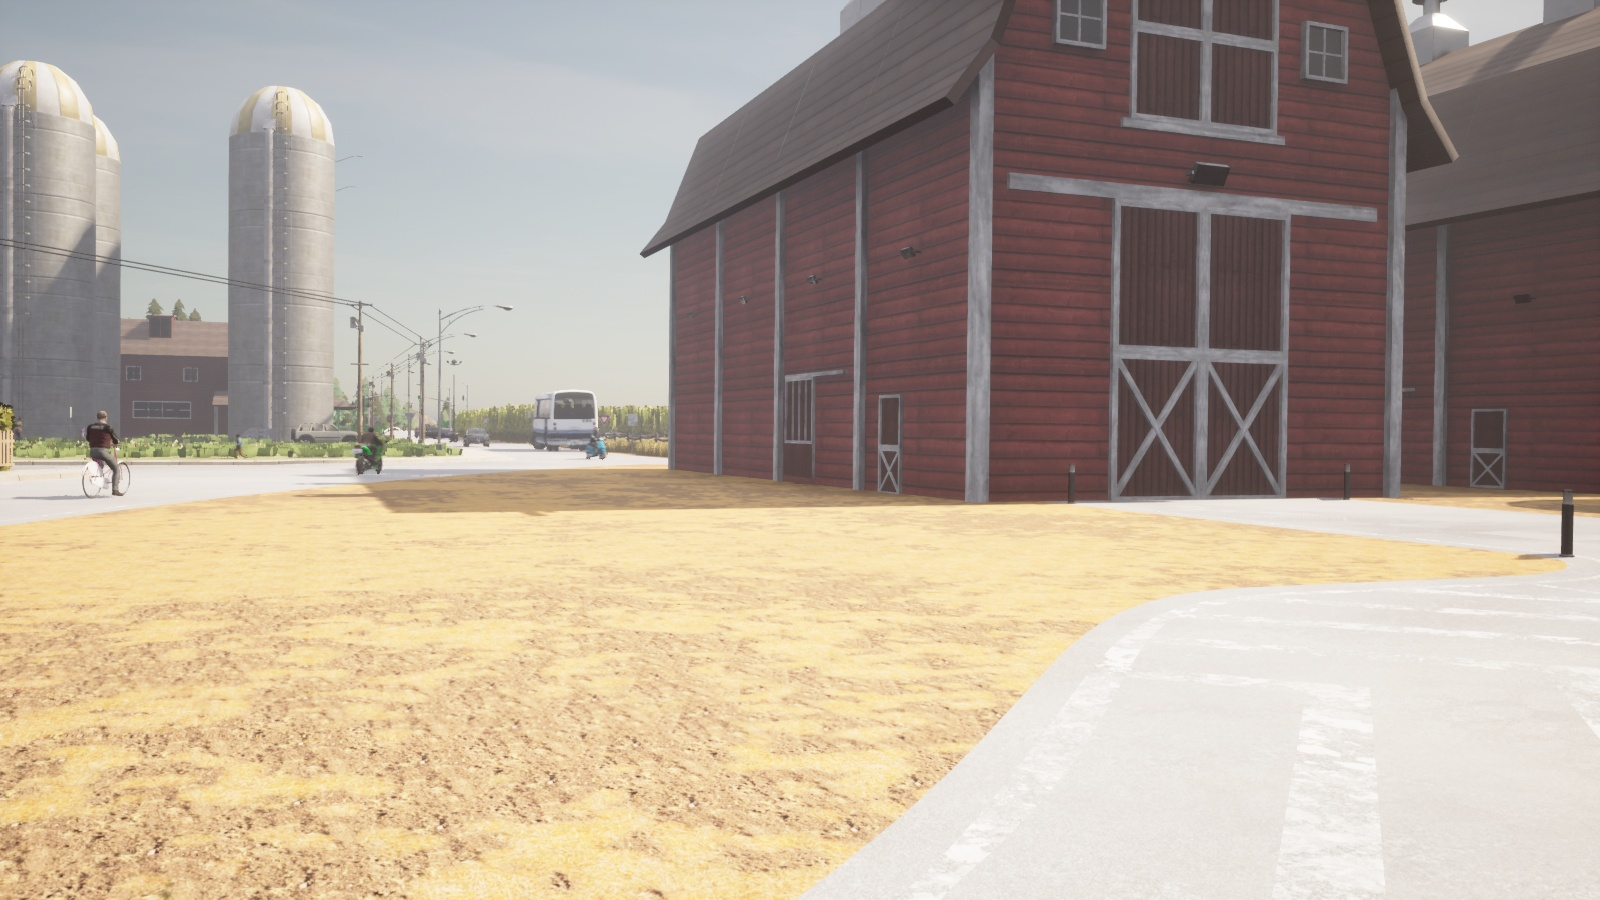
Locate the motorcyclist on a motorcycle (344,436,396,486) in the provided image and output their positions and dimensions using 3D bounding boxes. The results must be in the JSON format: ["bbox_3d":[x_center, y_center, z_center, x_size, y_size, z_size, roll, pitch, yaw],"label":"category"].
[{"bbox_3d":[-13.463,0.324,39.376,0.797,1.523,2.044,-2,1,3],"label":"motorcyclist on a motorcycle"}]

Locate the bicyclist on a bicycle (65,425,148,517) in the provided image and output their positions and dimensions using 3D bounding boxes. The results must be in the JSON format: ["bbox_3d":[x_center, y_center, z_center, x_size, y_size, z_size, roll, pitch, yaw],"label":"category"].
[{"bbox_3d":[-14.063,0.395,25.512,0.659,1.776,1.843,-1,1,-1],"label":"bicyclist on a bicycle"}]

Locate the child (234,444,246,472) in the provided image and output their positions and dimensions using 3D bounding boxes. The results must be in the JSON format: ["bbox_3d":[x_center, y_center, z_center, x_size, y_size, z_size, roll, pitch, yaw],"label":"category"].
[{"bbox_3d":[-23.785,0.342,53.323,0.448,1.192,0.343,-1,1,-28],"label":"child"}]

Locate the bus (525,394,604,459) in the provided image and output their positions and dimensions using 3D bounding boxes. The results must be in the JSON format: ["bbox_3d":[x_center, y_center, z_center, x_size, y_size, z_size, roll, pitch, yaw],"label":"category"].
[{"bbox_3d":[-17.044,-1.725,90.122,3.944,4.253,10.273,-2,2,-19],"label":"bus"}]

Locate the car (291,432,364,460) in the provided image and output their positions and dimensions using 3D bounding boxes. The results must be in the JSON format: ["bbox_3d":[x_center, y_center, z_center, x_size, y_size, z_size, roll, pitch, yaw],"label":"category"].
[{"bbox_3d":[-32.601,-0.303,86.657,4.605,1.855,1.932,-1,1,-22],"label":"car"}]

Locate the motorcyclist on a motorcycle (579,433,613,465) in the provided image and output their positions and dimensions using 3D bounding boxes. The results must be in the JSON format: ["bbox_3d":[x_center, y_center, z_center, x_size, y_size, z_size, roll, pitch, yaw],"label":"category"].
[{"bbox_3d":[-10.484,-0.057,64.524,0.866,1.590,1.817,0,0,-42],"label":"motorcyclist on a motorcycle"}]
